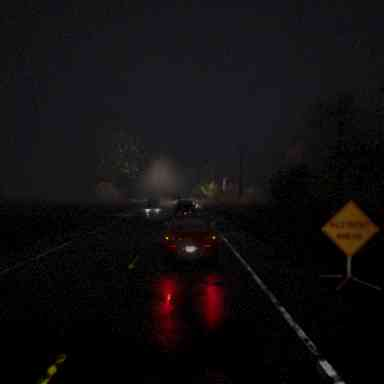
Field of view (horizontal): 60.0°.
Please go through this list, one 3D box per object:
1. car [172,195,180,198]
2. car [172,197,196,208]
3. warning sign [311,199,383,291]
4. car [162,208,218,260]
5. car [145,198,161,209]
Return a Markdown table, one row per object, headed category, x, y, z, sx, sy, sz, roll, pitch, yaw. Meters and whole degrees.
| category | x | y | z | sx | sy | sz | roll | pitch | yaw |
| --- | --- | --- | --- | --- | --- | --- | --- | --- | --- |
| car | -3.586 | 1.331 | 77.560 | 1.812 | 1.442 | 4.674 | 0 | 0 | -7 |
| car | -0.668 | 1.477 | 29.866 | 1.837 | 1.490 | 4.892 | 0 | 0 | -3 |
| warning sign | 3.518 | 1.110 | 7.438 | 1.300 | 1.860 | 1.060 | 1 | 1 | -1 |
| car | -0.075 | 1.520 | 12.248 | 1.812 | 1.442 | 4.674 | 0 | 0 | -1 |
| car | -5.262 | 1.485 | 45.191 | 2.033 | 1.411 | 5.357 | 0 | 0 | -4 |
